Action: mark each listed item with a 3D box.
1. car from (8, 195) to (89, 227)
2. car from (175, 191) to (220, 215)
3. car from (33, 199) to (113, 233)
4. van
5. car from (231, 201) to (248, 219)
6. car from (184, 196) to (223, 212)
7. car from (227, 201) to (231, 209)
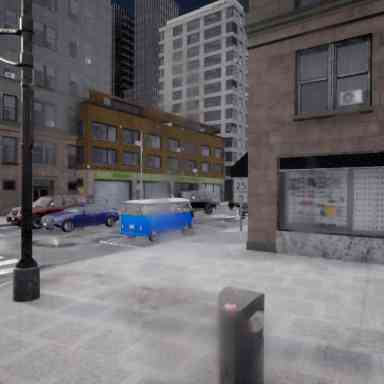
[{"bbox_3d":[-8.424,1.123,20.384,2.192,1.841,5.009,1,1,35],"label":"car"},{"bbox_3d":[-0.290,0.922,27.299,2.150,2.045,5.566,0,1,35],"label":"car"},{"bbox_3d":[-6.201,1.351,18.938,1.812,1.442,4.674,0,1,35],"label":"car"},{"bbox_3d":[-1.462,1.208,15.465,1.690,1.788,3.998,1,1,35],"label":"van"},{"bbox_3d":[5.010,1.280,24.629,2.008,1.369,4.403,1,1,35],"label":"car"},{"bbox_3d":[1.285,1.167,34.131,1.947,1.339,4.313,1,2,35],"label":"car"},{"bbox_3d":[5.678,1.173,35.733,1.895,1.301,4.718,1,1,36],"label":"car"}]
